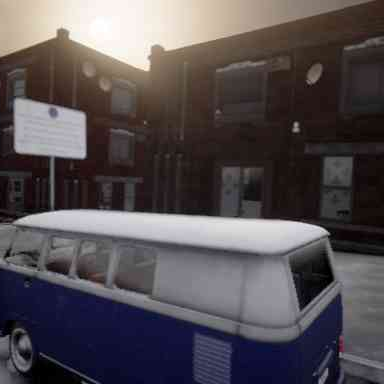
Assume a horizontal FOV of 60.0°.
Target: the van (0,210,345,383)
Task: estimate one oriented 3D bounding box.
[{"bbox_3d":[-0.680,1.250,4.018,4.442,1.987,1.878,0,0,36],"label":"van"}]
